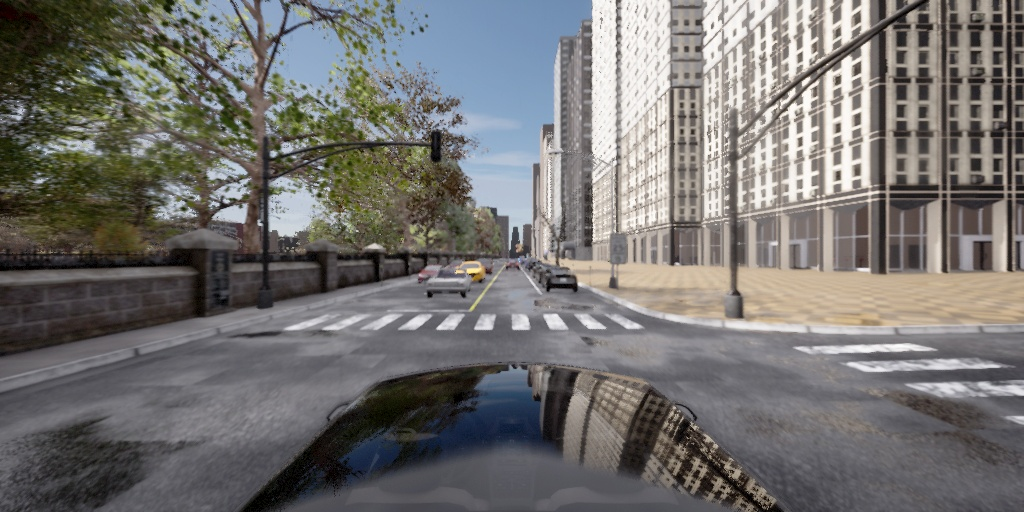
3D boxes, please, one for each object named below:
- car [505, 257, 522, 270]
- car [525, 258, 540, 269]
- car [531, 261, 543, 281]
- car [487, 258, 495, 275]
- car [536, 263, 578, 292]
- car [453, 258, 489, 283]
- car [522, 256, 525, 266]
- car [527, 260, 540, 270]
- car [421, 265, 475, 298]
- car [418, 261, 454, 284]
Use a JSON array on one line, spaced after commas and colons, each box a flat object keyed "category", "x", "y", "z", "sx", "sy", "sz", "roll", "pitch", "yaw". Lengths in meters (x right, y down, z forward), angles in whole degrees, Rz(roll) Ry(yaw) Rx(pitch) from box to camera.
[{"category": "car", "x": 0.099, "y": 1.203, "z": 50.126, "sx": 1.812, "sy": 1.442, "sz": 4.674, "roll": 0, "pitch": 0, "yaw": 0}, {"category": "car", "x": 3.143, "y": 1.182, "z": 49.166, "sx": 1.837, "sy": 1.490, "sz": 4.892, "roll": 0, "pitch": 0, "yaw": 0}, {"category": "car", "x": 2.688, "y": 1.273, "z": 26.488, "sx": 1.948, "sy": 1.339, "sz": 4.313, "roll": 0, "pitch": 0, "yaw": 0}, {"category": "car", "x": -3.090, "y": 1.043, "z": 37.957, "sx": 2.097, "sy": 1.767, "sz": 4.553, "roll": 0, "pitch": 0, "yaw": 0}, {"category": "car", "x": 2.688, "y": 1.282, "z": 20.855, "sx": 1.948, "sy": 1.339, "sz": 4.313, "roll": 0, "pitch": 0, "yaw": 0}, {"category": "car", "x": -3.102, "y": 1.183, "z": 27.711, "sx": 1.882, "sy": 1.535, "sz": 5.008, "roll": 0, "pitch": 0, "yaw": 0}, {"category": "car", "x": 3.111, "y": 1.024, "z": 56.136, "sx": 2.097, "sy": 1.767, "sz": 4.553, "roll": 0, "pitch": 0, "yaw": 0}, {"category": "car", "x": 2.688, "y": 1.264, "z": 32.120, "sx": 1.948, "sy": 1.339, "sz": 4.313, "roll": 0, "pitch": 0, "yaw": 0}, {"category": "car", "x": -3.100, "y": 1.321, "z": 18.380, "sx": 1.895, "sy": 1.301, "sz": 4.718, "roll": 0, "pitch": 0, "yaw": -3}, {"category": "car", "x": -5.692, "y": 1.289, "z": 26.487, "sx": 1.802, "sy": 1.307, "sz": 4.207, "roll": 0, "pitch": 0, "yaw": 0}]
